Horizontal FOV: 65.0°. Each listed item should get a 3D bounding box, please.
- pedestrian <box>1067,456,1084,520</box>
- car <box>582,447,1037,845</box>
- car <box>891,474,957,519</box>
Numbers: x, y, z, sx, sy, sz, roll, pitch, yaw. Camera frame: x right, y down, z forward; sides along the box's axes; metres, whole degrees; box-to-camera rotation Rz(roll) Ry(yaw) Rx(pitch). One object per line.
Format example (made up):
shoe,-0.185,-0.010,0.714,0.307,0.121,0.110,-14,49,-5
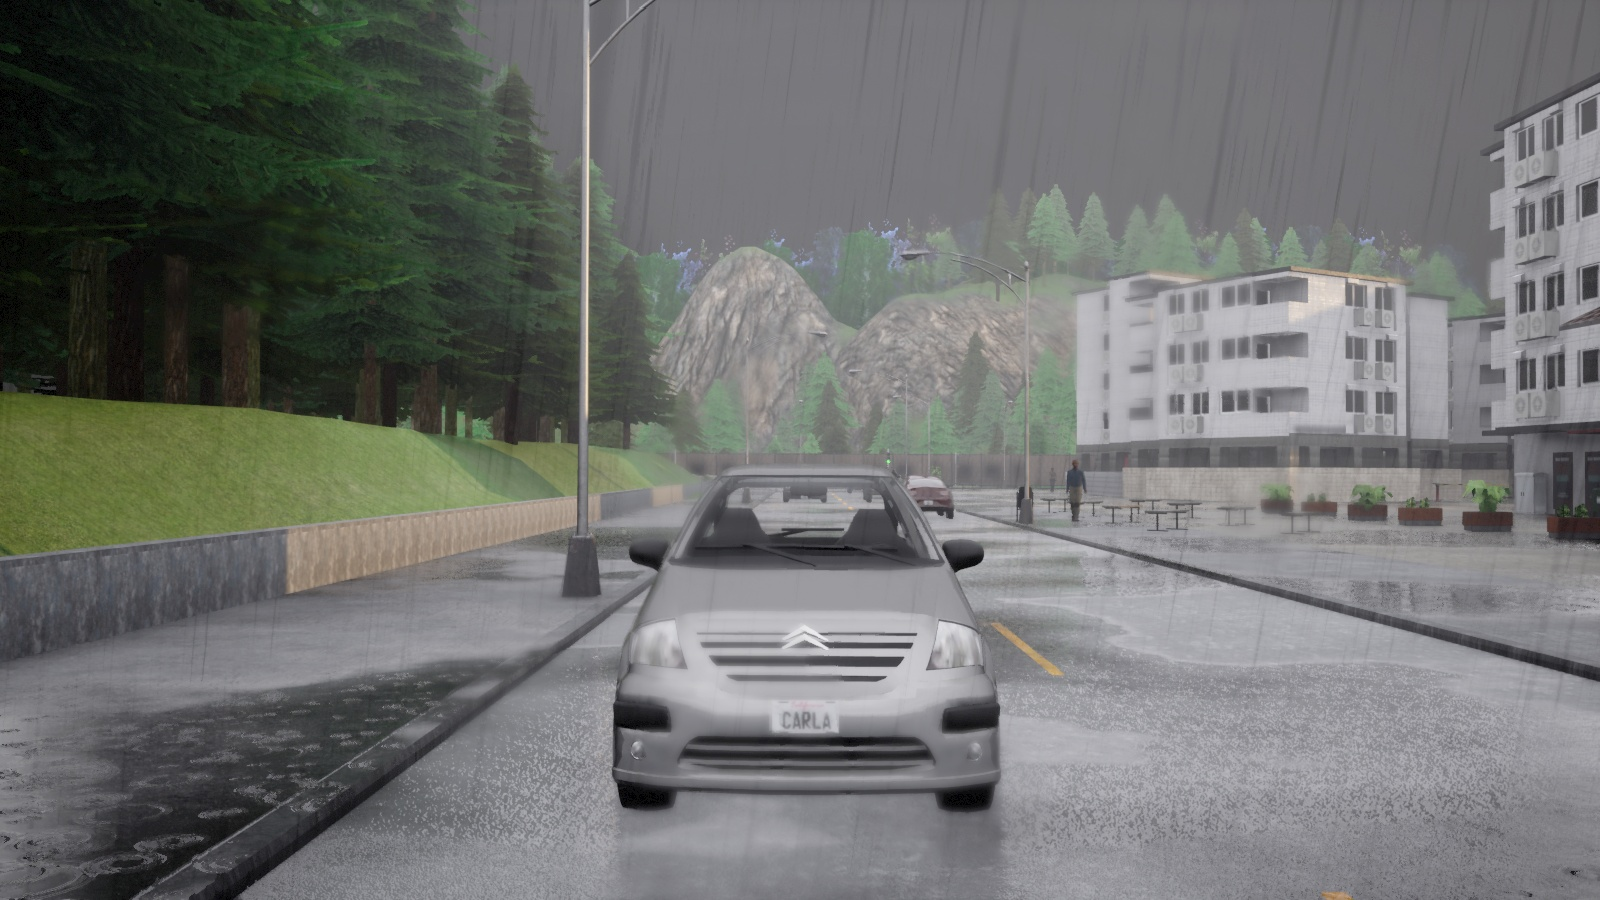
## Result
pedestrian,8.084,1.109,36.801,0.370,1.835,0.726,-1,-1,21
car,0.044,0.832,7.120,1.851,1.617,3.988,0,-1,0
car,4.187,1.546,43.105,1.812,1.442,4.674,0,-1,0
